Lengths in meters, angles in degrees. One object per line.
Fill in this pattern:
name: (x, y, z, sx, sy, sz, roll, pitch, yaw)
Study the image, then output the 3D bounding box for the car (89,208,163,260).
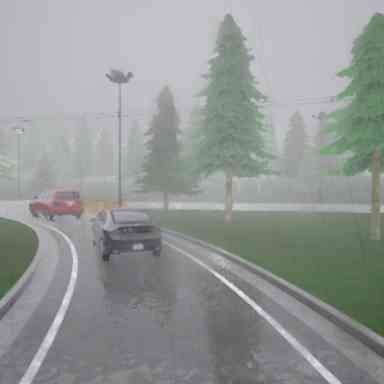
car: (-2.435, 1.318, 11.800, 1.837, 1.490, 4.892, 0, 0, -22)

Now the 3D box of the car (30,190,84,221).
car: (-9.563, 0.857, 23.373, 2.150, 2.045, 5.566, -1, 1, -41)
